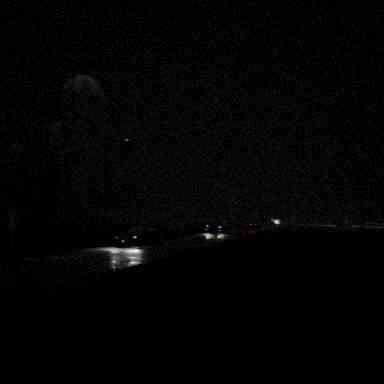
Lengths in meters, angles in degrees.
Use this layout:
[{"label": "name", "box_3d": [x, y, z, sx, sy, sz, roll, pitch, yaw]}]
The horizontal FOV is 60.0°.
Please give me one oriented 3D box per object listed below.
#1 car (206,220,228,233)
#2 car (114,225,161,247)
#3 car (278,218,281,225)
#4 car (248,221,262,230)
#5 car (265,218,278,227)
[{"label": "car", "box_3d": [3.388, 4.550, 44.323, 2.097, 1.767, 4.553, -1, -4, 20]}, {"label": "car", "box_3d": [-3.817, 3.157, 24.316, 1.812, 1.442, 4.674, -1, -5, 20]}, {"label": "car", "box_3d": [22.415, 7.880, 88.945, 2.150, 2.045, 5.566, -1, -4, 20]}, {"label": "car", "box_3d": [10.623, 5.618, 55.803, 1.837, 1.490, 4.892, -1, -5, 20]}, {"label": "car", "box_3d": [18.033, 7.249, 76.728, 2.128, 1.511, 4.902, -1, -4, 20]}]
